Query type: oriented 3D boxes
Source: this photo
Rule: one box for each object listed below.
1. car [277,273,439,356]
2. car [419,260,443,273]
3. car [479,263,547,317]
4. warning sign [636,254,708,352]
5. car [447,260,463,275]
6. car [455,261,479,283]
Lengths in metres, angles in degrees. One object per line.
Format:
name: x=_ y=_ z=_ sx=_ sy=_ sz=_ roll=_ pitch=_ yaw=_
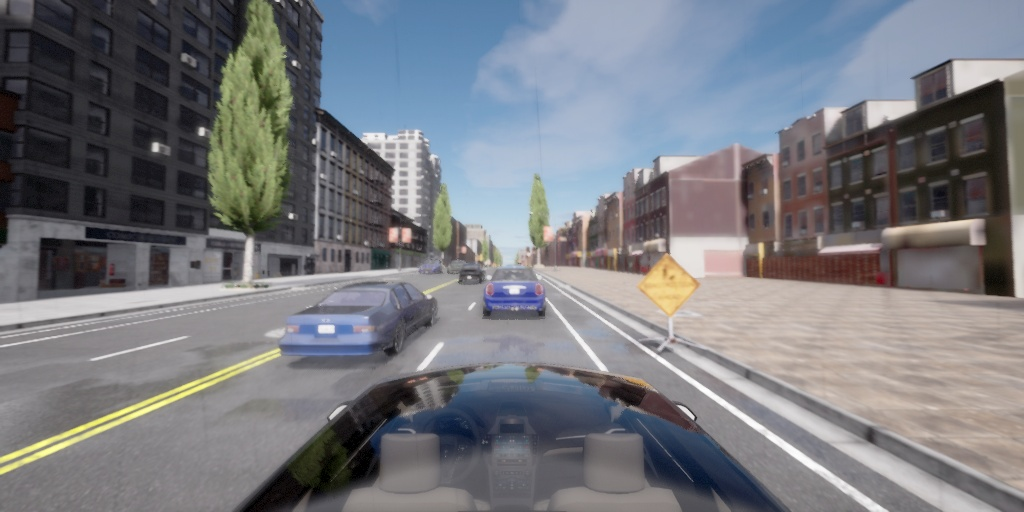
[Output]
car: x=-3.182 y=1.316 z=8.696 sx=2.033 sy=1.411 sz=5.357 roll=0 pitch=0 yaw=1
car: x=-9.812 y=1.299 z=43.466 sx=2.097 sy=1.767 sz=4.553 roll=0 pitch=0 yaw=0
car: x=0.090 y=1.136 z=13.499 sx=2.097 sy=1.767 sz=4.553 roll=0 pitch=0 yaw=0
warning sign: x=3.229 y=0.878 z=7.283 sx=1.300 sy=1.860 sz=1.060 roll=0 pitch=0 yaw=0
car: x=-6.561 y=1.299 z=43.464 sx=2.097 sy=1.767 sz=4.553 roll=0 pitch=0 yaw=0
car: x=-3.147 y=1.361 z=29.041 sx=1.837 sy=1.490 sz=4.892 roll=0 pitch=0 yaw=0
